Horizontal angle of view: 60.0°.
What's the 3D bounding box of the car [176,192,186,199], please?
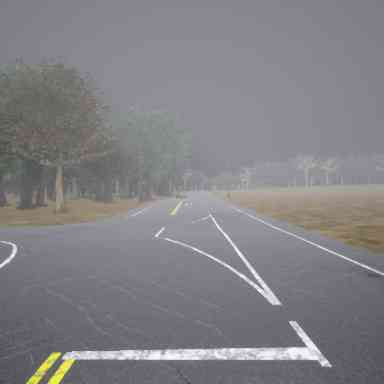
[{"bbox_3d":[-2.439,0.811,74.015,1.882,1.535,5.008,0,1,7],"label":"car"}]
